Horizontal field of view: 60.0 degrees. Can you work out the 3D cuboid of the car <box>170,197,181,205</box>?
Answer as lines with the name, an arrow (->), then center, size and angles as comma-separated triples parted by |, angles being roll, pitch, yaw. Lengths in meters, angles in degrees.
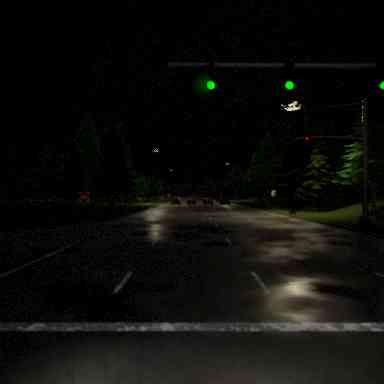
car -> -3.572, 1.976, 70.287 | 1.812, 1.442, 4.674 | 0, 0, 0

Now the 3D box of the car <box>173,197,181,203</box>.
car -> -3.583, 1.881, 80.291 | 1.812, 1.442, 4.674 | 0, 0, 0

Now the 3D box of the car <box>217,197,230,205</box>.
car -> 6.928, 2.004, 70.297 | 1.994, 1.385, 4.181 | 0, 0, 0

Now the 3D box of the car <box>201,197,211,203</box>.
car -> 3.417, 1.882, 80.298 | 2.128, 1.511, 4.902 | 0, 0, 0

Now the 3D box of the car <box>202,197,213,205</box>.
car -> 3.428, 2.004, 70.294 | 1.994, 1.385, 4.181 | 0, 0, 0

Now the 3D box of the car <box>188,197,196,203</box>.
car -> -0.083, 1.881, 80.294 | 1.812, 1.442, 4.674 | 0, 0, 0

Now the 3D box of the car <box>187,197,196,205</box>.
car -> -0.072, 1.988, 69.873 | 2.033, 1.411, 5.357 | 0, 0, 0
